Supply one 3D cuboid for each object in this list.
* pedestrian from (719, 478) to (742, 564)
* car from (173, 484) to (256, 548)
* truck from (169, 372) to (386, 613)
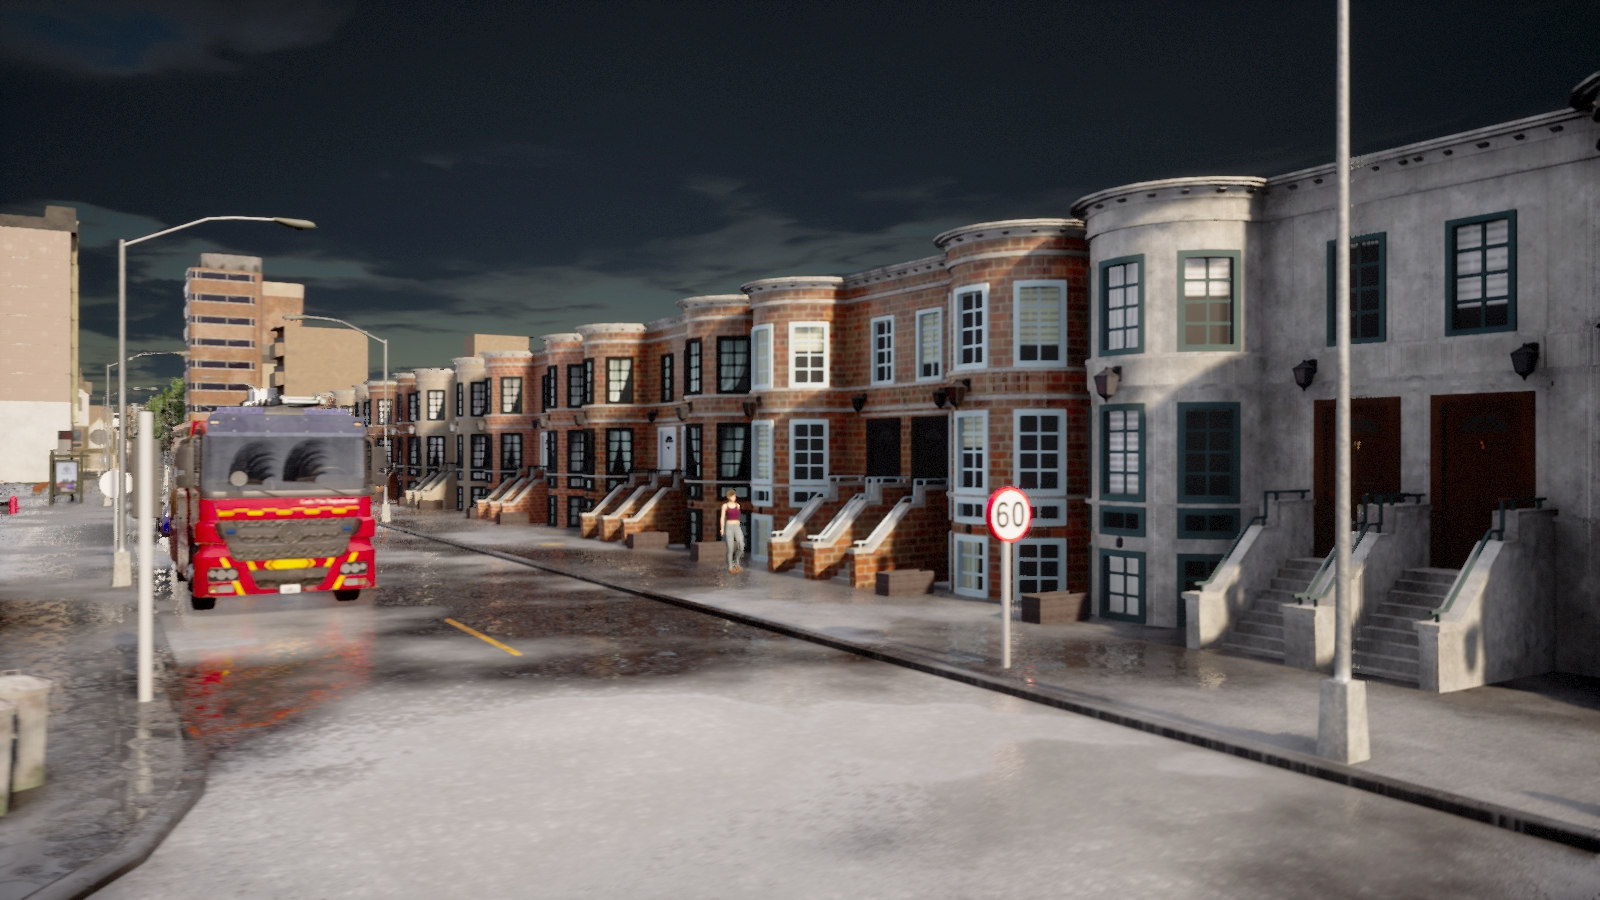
[{"bbox_3d":[-1.522,1.542,24.988,0.375,1.860,0.375,0,0,-29],"label":"pedestrian"},{"bbox_3d":[-16.688,1.818,32.481,1.789,1.549,3.705,0,0,-32],"label":"car"},{"bbox_3d":[-10.578,0.685,22.551,2.891,3.827,8.468,0,0,-32],"label":"truck"}]
